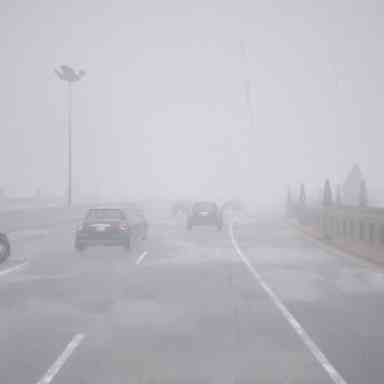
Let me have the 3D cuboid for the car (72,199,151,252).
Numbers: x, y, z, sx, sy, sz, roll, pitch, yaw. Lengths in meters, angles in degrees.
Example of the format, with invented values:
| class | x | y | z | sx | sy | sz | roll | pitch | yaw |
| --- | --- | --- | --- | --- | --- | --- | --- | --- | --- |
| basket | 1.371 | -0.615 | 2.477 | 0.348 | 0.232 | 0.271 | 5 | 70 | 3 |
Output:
| class | x | y | z | sx | sy | sz | roll | pitch | yaw |
| --- | --- | --- | --- | --- | --- | --- | --- | --- | --- |
| car | -3.204 | 1.353 | 14.162 | 2.097 | 1.767 | 4.553 | 0 | 0 | 2 |

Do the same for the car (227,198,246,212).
| class | x | y | z | sx | sy | sz | roll | pitch | yaw |
| --- | --- | --- | --- | --- | --- | --- | --- | --- | --- |
| car | 5.133 | 1.478 | 39.056 | 1.882 | 1.535 | 5.008 | 0 | 0 | 19 |

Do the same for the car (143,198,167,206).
| class | x | y | z | sx | sy | sz | roll | pitch | yaw |
| --- | --- | --- | --- | --- | --- | --- | --- | --- | --- |
| car | -6.319 | 1.644 | 57.319 | 1.895 | 1.301 | 4.718 | 0 | 0 | 27 |

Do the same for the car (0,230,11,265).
| class | x | y | z | sx | sy | sz | roll | pitch | yaw |
| --- | --- | --- | --- | --- | --- | --- | --- | --- | --- |
| car | -6.868 | 1.352 | 8.797 | 2.097 | 1.767 | 4.553 | 0 | 0 | 1 |

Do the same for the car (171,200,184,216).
| class | x | y | z | sx | sy | sz | roll | pitch | yaw |
| --- | --- | --- | --- | --- | --- | --- | --- | --- | --- |
| car | -0.588 | 1.506 | 32.067 | 1.837 | 1.490 | 4.892 | 0 | 0 | 13 |

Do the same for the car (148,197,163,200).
| class | x | y | z | sx | sy | sz | roll | pitch | yaw |
| --- | --- | --- | --- | --- | --- | --- | --- | --- | --- |
| car | -6.296 | 1.526 | 48.960 | 1.812 | 1.442 | 4.674 | 0 | 0 | 23 |

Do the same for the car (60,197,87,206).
| class | x | y | z | sx | sy | sz | roll | pitch | yaw |
| --- | --- | --- | --- | --- | --- | --- | --- | --- | --- |
| car | -15.453 | 1.478 | 44.265 | 1.882 | 1.535 | 5.008 | 0 | 0 | 18 |

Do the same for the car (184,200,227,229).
| class | x | y | z | sx | sy | sz | roll | pitch | yaw |
| --- | --- | --- | --- | --- | --- | --- | --- | --- | --- |
| car | 0.993 | 1.353 | 21.613 | 2.097 | 1.767 | 4.553 | 0 | 0 | 7 |
